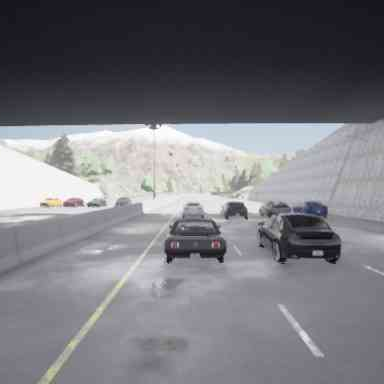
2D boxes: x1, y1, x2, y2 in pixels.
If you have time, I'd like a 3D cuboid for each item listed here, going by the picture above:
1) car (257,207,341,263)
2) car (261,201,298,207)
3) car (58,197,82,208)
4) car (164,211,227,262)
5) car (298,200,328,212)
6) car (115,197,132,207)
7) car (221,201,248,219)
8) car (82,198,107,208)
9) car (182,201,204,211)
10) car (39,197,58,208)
[{"bbox_3d":[3.602,1.508,11.934,1.837,1.490,4.892,0,0,0],"label":"car"},{"bbox_3d":[7.118,1.499,28.682,2.128,1.511,4.902,0,0,0],"label":"car"},{"bbox_3d":[-17.531,1.490,49.398,1.882,1.535,5.008,0,0,0],"label":"car"},{"bbox_3d":[0.102,1.604,12.067,1.895,1.301,4.718,0,0,0],"label":"car"},{"bbox_3d":[10.620,1.485,30.260,1.882,1.535,5.008,0,0,0],"label":"car"},{"bbox_3d":[-10.527,1.518,51.241,1.837,1.490,4.892,0,0,0],"label":"car"},{"bbox_3d":[3.619,1.512,28.750,1.837,1.490,4.892,0,0,0],"label":"car"},{"bbox_3d":[-14.032,1.559,49.450,2.033,1.411,5.357,0,0,0],"label":"car"},{"bbox_3d":[0.106,1.533,29.704,1.812,1.442,4.674,0,0,0],"label":"car"},{"bbox_3d":[-21.029,1.490,49.806,1.882,1.535,5.008,0,0,0],"label":"car"}]
